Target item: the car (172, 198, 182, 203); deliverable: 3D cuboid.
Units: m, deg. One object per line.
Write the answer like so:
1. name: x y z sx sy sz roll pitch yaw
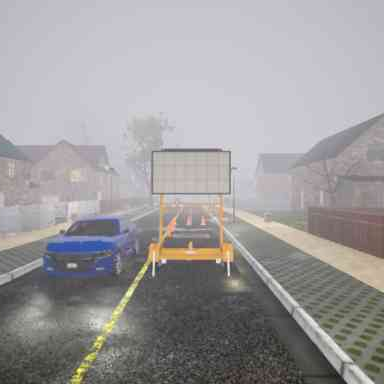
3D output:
1. car: -2.924 1.844 66.886 1.812 1.442 4.674 0 -1 0

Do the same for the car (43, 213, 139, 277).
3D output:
1. car: -2.877 1.487 10.451 1.882 1.535 5.008 0 0 0

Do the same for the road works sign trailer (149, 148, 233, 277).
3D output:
1. road works sign trailer: -0.026 0.473 10.221 2.380 3.560 2.880 0 0 0
